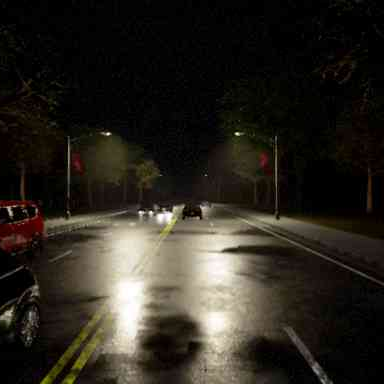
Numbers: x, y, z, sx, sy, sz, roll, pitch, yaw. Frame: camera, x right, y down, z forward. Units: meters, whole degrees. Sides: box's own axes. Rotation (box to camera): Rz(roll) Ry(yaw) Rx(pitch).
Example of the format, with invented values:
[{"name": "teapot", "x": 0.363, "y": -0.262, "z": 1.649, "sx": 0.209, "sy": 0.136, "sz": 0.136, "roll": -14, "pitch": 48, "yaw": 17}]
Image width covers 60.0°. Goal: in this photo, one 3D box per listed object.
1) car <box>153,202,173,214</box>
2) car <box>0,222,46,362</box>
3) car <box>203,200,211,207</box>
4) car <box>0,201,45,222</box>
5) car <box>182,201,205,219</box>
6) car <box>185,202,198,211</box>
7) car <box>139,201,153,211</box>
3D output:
[{"name": "car", "x": -3.498, "y": 2.049, "z": 44.157, "sx": 2.128, "sy": 1.511, "sz": 4.902, "roll": 0, "pitch": -1, "yaw": 0}, {"name": "car", "x": -3.351, "y": 1.388, "z": 3.188, "sx": 2.097, "sy": 1.767, "sz": 4.553, "roll": 0, "pitch": -1, "yaw": 0}, {"name": "car", "x": 2.895, "y": 2.468, "z": 69.710, "sx": 1.812, "sy": 1.442, "sz": 4.674, "roll": 0, "pitch": -1, "yaw": -1}, {"name": "car", "x": -6.604, "y": 1.338, "z": 10.384, "sx": 2.150, "sy": 2.045, "sz": 5.566, "roll": 0, "pitch": -1, "yaw": 0}, {"name": "car", "x": 0.015, "y": 1.887, "z": 33.392, "sx": 1.882, "sy": 1.535, "sz": 5.008, "roll": 0, "pitch": -1, "yaw": 0}, {"name": "car", "x": -0.118, "y": 2.266, "z": 51.590, "sx": 1.895, "sy": 1.301, "sz": 4.718, "roll": 0, "pitch": -1, "yaw": -1}, {"name": "car", "x": -6.789, "y": 2.155, "z": 50.620, "sx": 1.837, "sy": 1.490, "sz": 4.892, "roll": 0, "pitch": -1, "yaw": 0}]
